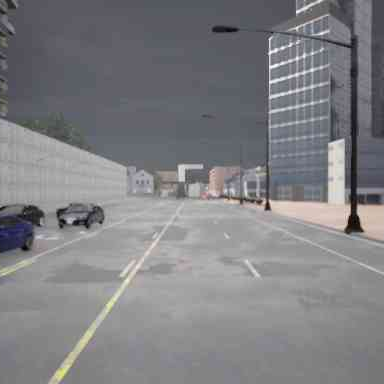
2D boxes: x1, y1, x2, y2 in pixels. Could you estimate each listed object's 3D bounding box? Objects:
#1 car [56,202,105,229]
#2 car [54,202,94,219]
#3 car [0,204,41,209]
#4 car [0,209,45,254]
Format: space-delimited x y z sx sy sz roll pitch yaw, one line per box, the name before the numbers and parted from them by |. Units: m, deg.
car | -7.086 1.486 21.780 2.128 1.511 4.902 0 0 0
car | -10.550 1.593 30.113 1.895 1.301 4.718 0 0 1
car | -10.589 1.500 20.053 1.837 1.490 4.892 0 0 0
car | -7.096 1.523 11.438 1.812 1.442 4.674 0 0 0
